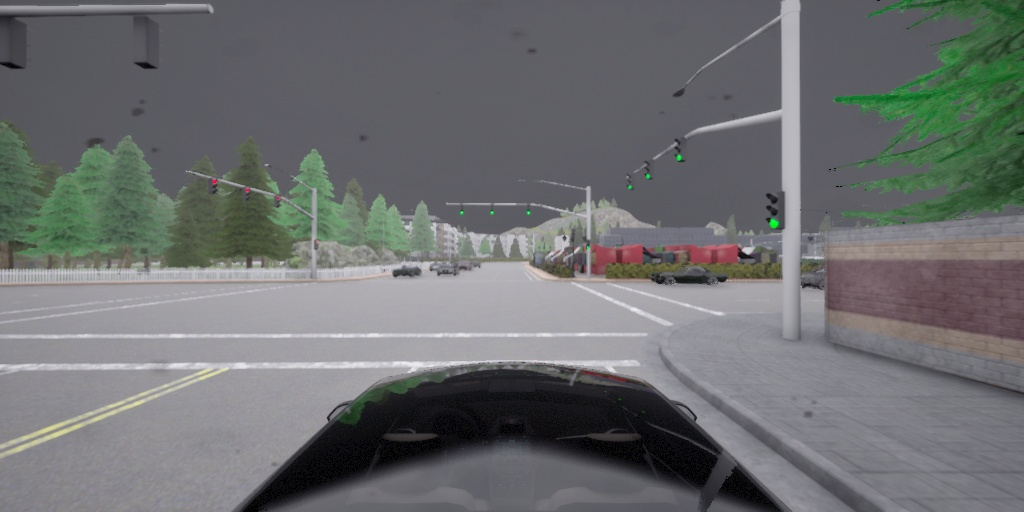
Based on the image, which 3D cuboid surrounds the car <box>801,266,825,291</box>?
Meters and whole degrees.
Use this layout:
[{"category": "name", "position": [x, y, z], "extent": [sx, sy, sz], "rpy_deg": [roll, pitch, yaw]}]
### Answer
[{"category": "car", "position": [19.532, 1.308, 21.607], "extent": [4.892, 1.490, 1.837], "rpy_deg": [0, 0, 0]}]

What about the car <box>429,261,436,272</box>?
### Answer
[{"category": "car", "position": [-10.563, 1.514, 51.479], "extent": [2.128, 1.511, 4.902], "rpy_deg": [0, 0, 0]}]

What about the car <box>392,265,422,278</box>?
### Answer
[{"category": "car", "position": [-10.577, 1.541, 36.415], "extent": [1.895, 1.301, 4.718], "rpy_deg": [0, 0, 0]}]

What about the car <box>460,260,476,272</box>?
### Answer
[{"category": "car", "position": [-7.058, 1.385, 53.410], "extent": [2.097, 1.767, 4.553], "rpy_deg": [0, 0, 0]}]

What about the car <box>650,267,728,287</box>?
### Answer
[{"category": "car", "position": [12.218, 1.423, 25.060], "extent": [4.718, 1.301, 1.895], "rpy_deg": [0, 0, 0]}]

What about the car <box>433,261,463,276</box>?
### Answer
[{"category": "car", "position": [-7.071, 1.524, 40.151], "extent": [1.994, 1.385, 4.181], "rpy_deg": [0, 0, 0]}]
